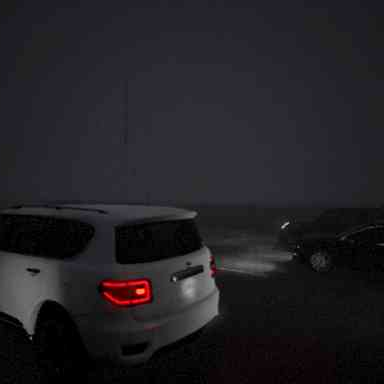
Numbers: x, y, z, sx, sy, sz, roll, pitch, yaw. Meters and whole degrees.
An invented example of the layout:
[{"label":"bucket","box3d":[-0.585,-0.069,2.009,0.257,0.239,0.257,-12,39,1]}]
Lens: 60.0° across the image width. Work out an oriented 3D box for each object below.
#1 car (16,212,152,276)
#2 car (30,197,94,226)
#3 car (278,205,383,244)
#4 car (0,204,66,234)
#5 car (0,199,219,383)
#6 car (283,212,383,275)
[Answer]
[{"label":"car","box3d":[-3.655,1.503,10.902,4.674,1.442,1.812,0,0,36]},{"label":"car","box3d":[-9.243,1.301,23.489,4.553,1.767,2.097,0,0,36]},{"label":"car","box3d":[5.711,1.344,12.817,4.553,1.767,2.097,0,0,36]},{"label":"car","box3d":[-9.974,1.500,19.711,5.357,1.411,2.033,0,0,36]},{"label":"car","box3d":[-2.215,1.209,5.573,5.566,2.045,2.150,0,0,36]},{"label":"car","box3d":[5.214,1.503,8.872,4.892,1.490,1.837,0,0,36]}]
